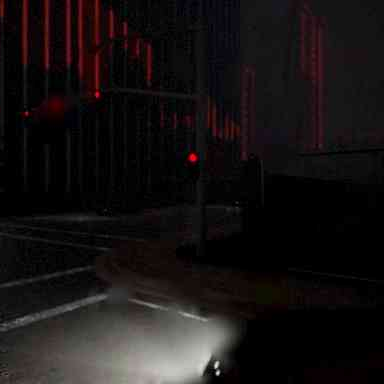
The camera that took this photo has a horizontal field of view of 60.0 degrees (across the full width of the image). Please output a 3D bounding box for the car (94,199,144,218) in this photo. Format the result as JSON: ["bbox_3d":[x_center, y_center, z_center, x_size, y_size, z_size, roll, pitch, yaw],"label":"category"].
[{"bbox_3d":[-6.637,1.438,30.563,1.882,1.535,5.008,0,0,36],"label":"car"}]

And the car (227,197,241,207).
[{"bbox_3d":[7.031,1.467,49.573,1.837,1.490,4.892,0,-1,36],"label":"car"}]

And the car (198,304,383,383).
[{"bbox_3d":[2.086,1.564,2.472,4.181,1.385,1.994,0,0,36],"label":"car"}]
